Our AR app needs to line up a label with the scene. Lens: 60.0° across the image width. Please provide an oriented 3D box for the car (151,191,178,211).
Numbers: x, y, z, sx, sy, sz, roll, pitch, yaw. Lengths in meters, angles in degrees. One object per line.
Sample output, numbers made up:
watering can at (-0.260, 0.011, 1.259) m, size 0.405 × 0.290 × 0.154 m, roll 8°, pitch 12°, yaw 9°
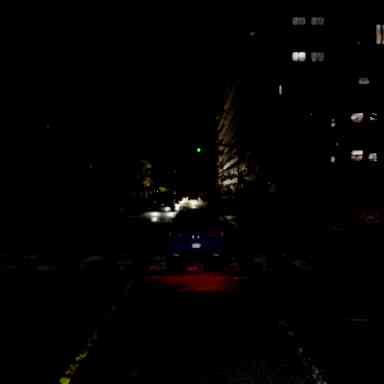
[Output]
car at (-2.985, 0.939, 36.511) m, size 2.150 × 2.045 × 5.566 m, roll 0°, pitch 0°, yaw 0°

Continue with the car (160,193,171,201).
car at (-5.489, 0.932, 69.489) m, size 1.967 × 1.590 × 4.097 m, roll 0°, pitch 0°, yaw 0°

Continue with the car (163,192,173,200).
car at (-5.473, 0.897, 75.118) m, size 1.967 × 1.590 × 4.097 m, roll 0°, pitch 0°, yaw 0°

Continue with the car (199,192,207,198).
car at (2.955, 0.795, 91.984) m, size 1.967 × 1.590 × 4.097 m, roll 0°, pitch 0°, yaw 0°

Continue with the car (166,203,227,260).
car at (0.134, 1.379, 12.076) m, size 1.882 × 1.535 × 5.008 m, roll 0°, pitch 1°, yaw 0°

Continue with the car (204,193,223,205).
car at (2.810, 1.226, 41.314) m, size 1.887 × 1.381 × 4.507 m, roll 0°, pitch 0°, yaw 0°

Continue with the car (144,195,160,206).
car at (-5.554, 1.169, 46.799) m, size 1.752 × 1.417 × 4.829 m, roll 0°, pitch 0°, yaw 0°

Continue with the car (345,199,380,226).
car at (13.532, 1.411, 23.332) m, size 5.009 × 1.841 × 2.192 m, roll 1°, pitch -1°, yaw 0°

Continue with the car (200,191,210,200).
car at (2.908, 0.771, 75.093) m, size 2.192 × 1.841 × 5.009 m, roll 0°, pitch 0°, yaw 0°

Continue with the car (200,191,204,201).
car at (2.859, 1.005, 58.204) m, size 1.967 × 1.590 × 4.097 m, roll 0°, pitch 0°, yaw 0°

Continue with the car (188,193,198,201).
car at (0.184, 1.002, 64.407) m, size 1.882 × 1.535 × 5.008 m, roll 0°, pitch 0°, yaw 0°

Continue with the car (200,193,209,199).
car at (2.923, 0.971, 80.725) m, size 2.008 × 1.369 × 4.403 m, roll 0°, pitch 0°, yaw 0°

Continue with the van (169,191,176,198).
van at (-5.425, 0.697, 92.007) m, size 1.690 × 1.788 × 3.998 m, roll 0°, pitch 0°, yaw 0°

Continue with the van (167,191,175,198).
van at (-5.441, 0.729, 86.378) m, size 1.690 × 1.788 × 3.998 m, roll 0°, pitch 0°, yaw 0°

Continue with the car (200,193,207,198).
car at (2.939, 0.932, 86.355) m, size 1.887 × 1.381 × 4.507 m, roll 0°, pitch 0°, yaw 0°

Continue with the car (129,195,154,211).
car at (-5.586, 1.289, 35.709) m, size 1.947 × 1.339 × 4.313 m, roll 0°, pitch 0°, yaw 0°

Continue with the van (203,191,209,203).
van at (2.827, 0.983, 46.944) m, size 1.690 × 1.788 × 3.998 m, roll 0°, pitch 0°, yaw 0°

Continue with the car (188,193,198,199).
car at (0.215, 0.875, 74.825) m, size 2.033 × 1.411 × 5.357 m, roll 0°, pitch 0°, yaw 0°

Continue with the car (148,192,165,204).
car at (-5.538, 0.919, 52.598) m, size 2.192 × 1.841 × 5.009 m, roll 0°, pitch 0°, yaw 0°

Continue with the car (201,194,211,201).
car at (2.891, 1.036, 69.465) m, size 1.887 × 1.381 × 4.507 m, roll 0°, pitch 0°, yaw 0°

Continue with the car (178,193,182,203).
car at (-2.912, 1.213, 51.255) m, size 1.895 × 1.301 × 4.718 m, roll 0°, pitch 0°, yaw 1°
